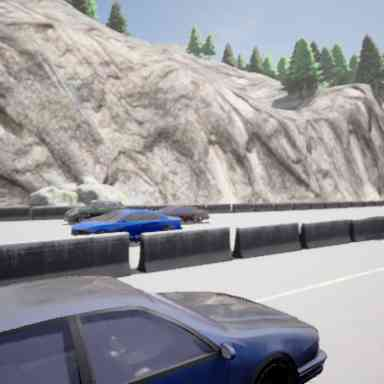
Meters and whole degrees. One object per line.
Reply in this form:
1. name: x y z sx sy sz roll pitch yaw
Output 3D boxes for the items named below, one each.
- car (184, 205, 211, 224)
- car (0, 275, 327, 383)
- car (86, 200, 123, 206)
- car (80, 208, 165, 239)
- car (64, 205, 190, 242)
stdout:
1. car: -1.145 1.675 24.648 5.357 1.411 2.033 1 0 -35
2. car: -1.072 1.554 2.982 5.357 1.411 2.033 1 0 -35
3. car: -7.033 1.433 24.759 4.553 1.767 2.097 1 0 -35
4. car: -3.817 1.635 18.457 4.181 1.385 1.994 1 0 -35
5. car: -2.793 1.537 14.891 5.008 1.535 1.882 1 0 -35
